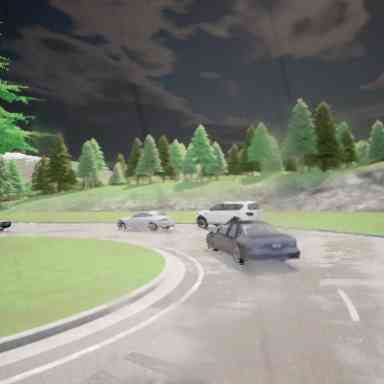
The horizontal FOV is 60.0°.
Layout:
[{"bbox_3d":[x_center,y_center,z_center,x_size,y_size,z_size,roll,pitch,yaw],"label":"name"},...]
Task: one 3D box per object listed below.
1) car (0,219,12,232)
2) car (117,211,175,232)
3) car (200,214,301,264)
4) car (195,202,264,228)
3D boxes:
[{"bbox_3d":[-16.423,2.468,25.665,4.718,1.301,1.895,-1,-1,18],"label":"car"},{"bbox_3d":[-3.458,2.158,24.917,4.674,1.442,1.812,-2,-2,30],"label":"car"},{"bbox_3d":[2.089,1.816,12.966,2.033,1.411,5.357,0,-1,-14],"label":"car"},{"bbox_3d":[2.743,1.747,24.828,5.566,2.045,2.150,-2,-2,45],"label":"car"}]
